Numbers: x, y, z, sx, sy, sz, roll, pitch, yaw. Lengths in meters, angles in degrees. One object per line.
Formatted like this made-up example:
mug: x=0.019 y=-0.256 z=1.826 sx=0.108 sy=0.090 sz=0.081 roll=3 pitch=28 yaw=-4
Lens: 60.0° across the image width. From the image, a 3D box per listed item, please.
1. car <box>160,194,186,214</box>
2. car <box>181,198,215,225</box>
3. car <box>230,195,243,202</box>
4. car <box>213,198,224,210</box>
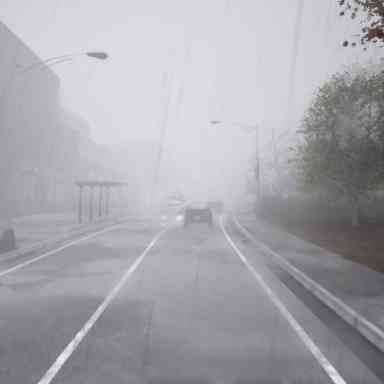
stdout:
car: x=-1.852 y=1.278 z=36.220 sx=2.150 sy=2.045 sz=5.566 roll=-1 pitch=0 yaw=9
car: x=0.528 y=1.490 z=23.906 sx=1.882 sy=1.535 sz=5.008 roll=0 pitch=0 yaw=4
car: x=10.126 y=1.450 z=75.865 sx=2.033 sy=1.411 sz=5.357 roll=-3 pitch=-1 yaw=24
car: x=2.848 y=1.518 z=41.543 sx=1.812 sy=1.442 sz=4.674 roll=-1 pitch=0 yaw=11
